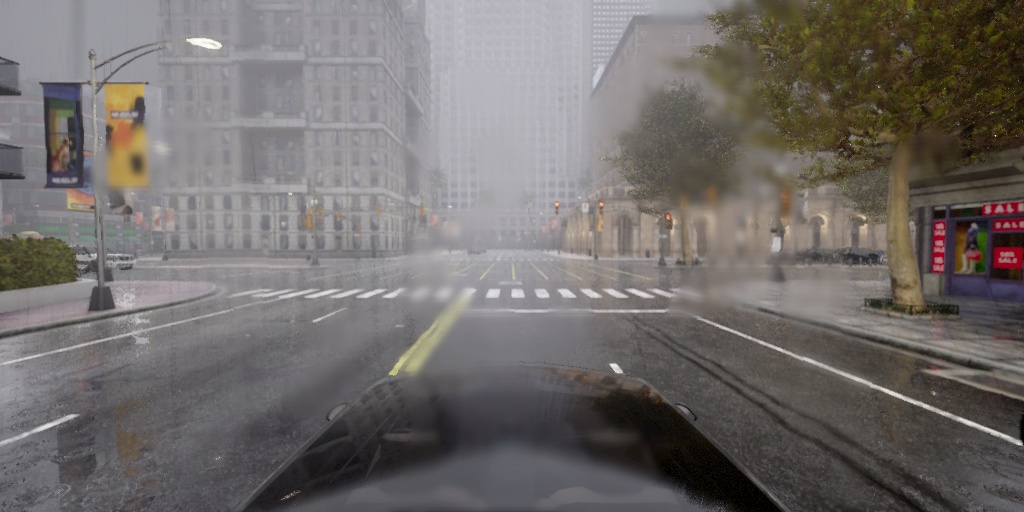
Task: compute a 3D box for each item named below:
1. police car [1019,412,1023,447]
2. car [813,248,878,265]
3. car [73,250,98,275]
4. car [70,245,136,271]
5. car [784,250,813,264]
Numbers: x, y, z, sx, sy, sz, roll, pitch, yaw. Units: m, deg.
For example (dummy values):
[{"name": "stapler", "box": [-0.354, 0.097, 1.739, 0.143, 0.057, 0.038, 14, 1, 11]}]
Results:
[{"name": "police car", "box": [5.496, 1.238, 0.730, 1.930, 1.638, 5.238, 0, 2, -12]}, {"name": "car", "box": [33.010, 0.022, 35.225, 4.553, 1.767, 2.097, 0, 2, 0]}, {"name": "car", "box": [-30.688, 0.561, 23.580, 4.902, 1.511, 2.128, 0, 2, 0]}, {"name": "car", "box": [-31.932, 0.182, 27.068, 5.566, 2.045, 2.150, 0, 2, 0]}, {"name": "car", "box": [32.849, 0.037, 38.725, 5.008, 1.535, 1.882, 0, 2, 0]}]
